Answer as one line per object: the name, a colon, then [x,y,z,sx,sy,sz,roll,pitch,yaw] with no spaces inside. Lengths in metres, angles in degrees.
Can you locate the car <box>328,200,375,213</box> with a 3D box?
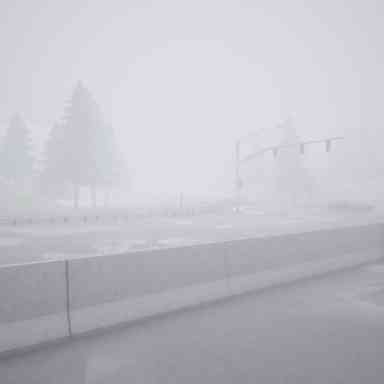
car: [17.976,1.606,37.591,1.895,1.301,4.718,0,0,-38]

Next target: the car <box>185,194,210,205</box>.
car: [1.181,1.547,59.154,2.033,1.411,5.357,0,0,-22]

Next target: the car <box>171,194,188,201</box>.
car: [-2.284,1.597,69.483,1.895,1.301,4.718,0,0,-18]

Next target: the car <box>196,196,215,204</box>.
car: [2.659,1.491,65.326,2.128,1.511,4.902,0,0,-18]

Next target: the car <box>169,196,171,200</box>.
car: [-4.694,1.590,83.897,1.895,1.301,4.718,0,0,-7]

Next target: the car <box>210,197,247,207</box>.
car: [5.400,1.547,50.062,2.033,1.411,5.357,0,0,-28]

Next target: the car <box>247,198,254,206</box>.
car: [7.877,1.507,52.915,1.837,1.490,4.892,0,0,-27]
